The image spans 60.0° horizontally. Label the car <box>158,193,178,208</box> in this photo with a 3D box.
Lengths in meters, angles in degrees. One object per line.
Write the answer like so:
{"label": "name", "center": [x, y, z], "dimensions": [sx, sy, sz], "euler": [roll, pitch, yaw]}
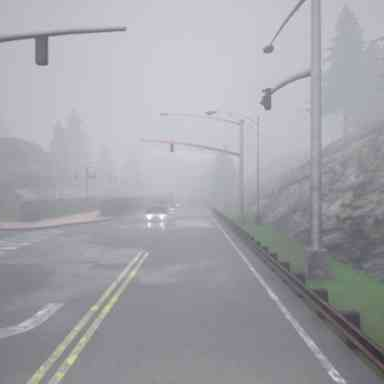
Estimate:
{"label": "car", "center": [-3.560, 1.141, 48.001], "dimensions": [2.150, 2.045, 5.566], "euler": [0, 0, 1]}

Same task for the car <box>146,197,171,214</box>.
{"label": "car", "center": [-3.591, 1.505, 34.646], "dimensions": [1.994, 1.385, 4.181], "euler": [0, 0, -1]}

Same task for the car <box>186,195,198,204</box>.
{"label": "car", "center": [0.017, 1.249, 60.496], "dimensions": [2.097, 1.767, 4.553], "euler": [0, 0, 0]}
